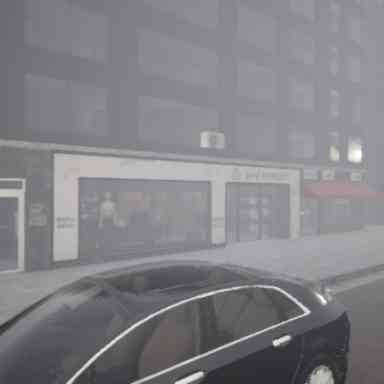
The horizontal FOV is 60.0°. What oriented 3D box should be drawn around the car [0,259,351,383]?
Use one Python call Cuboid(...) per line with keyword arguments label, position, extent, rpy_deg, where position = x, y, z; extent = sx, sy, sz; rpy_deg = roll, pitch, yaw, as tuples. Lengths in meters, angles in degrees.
Cuboid(label="car", position=(-0.475, 1.505, 3.032), extent=(4.892, 1.490, 1.837), rpy_deg=(0, 0, -35))
